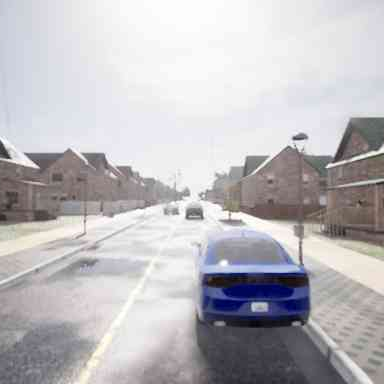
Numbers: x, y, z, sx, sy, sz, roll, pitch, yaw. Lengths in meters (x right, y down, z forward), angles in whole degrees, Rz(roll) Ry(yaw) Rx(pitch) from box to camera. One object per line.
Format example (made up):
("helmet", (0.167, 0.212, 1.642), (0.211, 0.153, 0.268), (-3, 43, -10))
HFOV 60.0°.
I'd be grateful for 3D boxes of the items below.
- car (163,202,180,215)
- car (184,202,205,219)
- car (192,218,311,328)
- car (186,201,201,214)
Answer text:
("car", (-2.526, 2.044, 41.225), (2.128, 1.511, 4.902), (0, -1, 0))
("car", (0.260, 1.964, 34.873), (1.837, 1.490, 4.892), (0, -1, 1))
("car", (1.009, 1.571, 7.372), (1.882, 1.535, 5.008), (0, -1, 0))
("car", (0.266, 2.076, 44.762), (1.882, 1.535, 5.008), (0, -1, 1))
